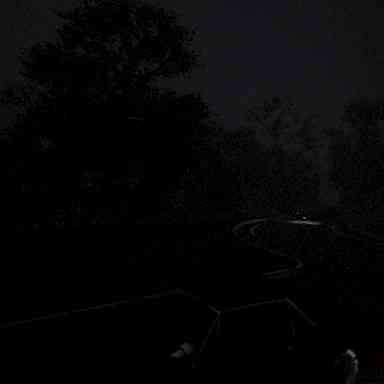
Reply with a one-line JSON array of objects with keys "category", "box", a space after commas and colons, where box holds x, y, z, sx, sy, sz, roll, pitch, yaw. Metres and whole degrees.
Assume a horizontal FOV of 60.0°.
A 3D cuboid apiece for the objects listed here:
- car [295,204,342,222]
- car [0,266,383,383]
[{"category": "car", "box": [11.257, 1.771, 29.212, 5.357, 1.411, 2.033, 1, 0, -42]}, {"category": "car", "box": [-0.017, 1.618, 3.574, 4.718, 1.301, 1.895, 1, 0, -32]}]
